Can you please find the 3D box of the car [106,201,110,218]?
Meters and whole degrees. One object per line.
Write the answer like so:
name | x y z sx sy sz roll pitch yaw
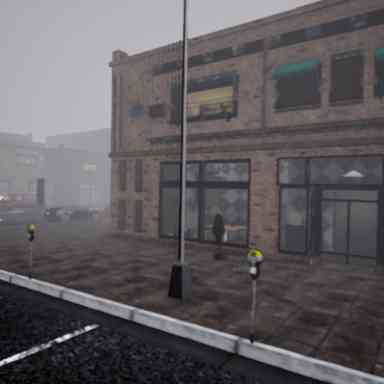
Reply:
car | -6.075 1.516 30.412 1.967 1.590 4.097 1 0 35

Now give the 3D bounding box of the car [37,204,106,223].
car | -9.277 1.592 25.879 1.947 1.339 4.313 1 0 35

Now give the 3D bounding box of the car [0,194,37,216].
car | -16.116 1.137 30.710 2.192 1.841 5.009 1 0 35
